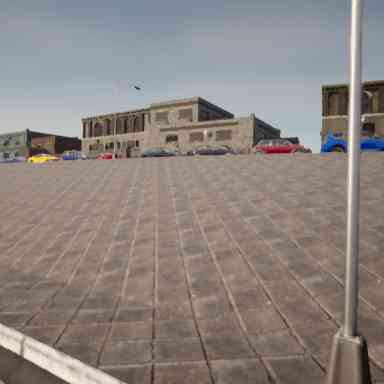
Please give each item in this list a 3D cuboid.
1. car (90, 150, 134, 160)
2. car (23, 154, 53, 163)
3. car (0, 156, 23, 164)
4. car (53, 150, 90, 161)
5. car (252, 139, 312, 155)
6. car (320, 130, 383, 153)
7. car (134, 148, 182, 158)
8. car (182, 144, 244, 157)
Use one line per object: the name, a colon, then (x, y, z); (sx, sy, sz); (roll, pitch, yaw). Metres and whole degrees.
car: (-7.609, -3.530, 33.906); (4.792, 1.488, 2.163); (1, 1, 29)
car: (-17.356, -3.765, 39.522); (5.008, 1.535, 2.097); (1, 1, 32)
car: (-22.068, -3.826, 42.451); (4.674, 1.452, 2.002); (1, 1, 33)
car: (-12.602, -3.789, 36.706); (4.553, 1.767, 2.185); (1, 1, 31)
car: (7.168, -3.361, 26.399); (4.553, 1.767, 2.185); (1, 1, 26)
car: (12.269, -3.343, 24.061); (5.566, 2.045, 2.435); (2, 1, 25)
car: (-2.745, -3.419, 31.299); (4.674, 1.452, 2.002); (1, 1, 28)
car: (2.087, -3.357, 28.842); (4.892, 1.521, 2.231); (1, 1, 27)
